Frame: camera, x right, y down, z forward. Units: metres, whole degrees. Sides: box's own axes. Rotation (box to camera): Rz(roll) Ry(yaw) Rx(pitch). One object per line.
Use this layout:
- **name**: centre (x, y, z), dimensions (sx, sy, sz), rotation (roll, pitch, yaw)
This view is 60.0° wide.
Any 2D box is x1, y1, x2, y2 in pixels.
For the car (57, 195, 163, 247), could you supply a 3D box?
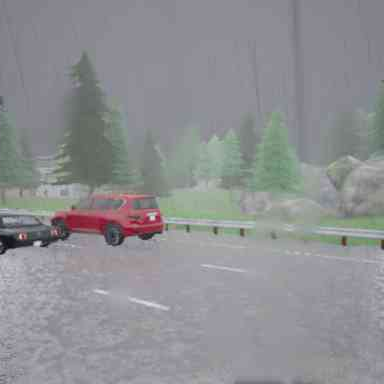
- **car**: centre (-3.857, 1.127, 14.812), dimensions (5.566, 2.045, 2.150), rotation (0, 0, 32)

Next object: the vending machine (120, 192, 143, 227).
- **vending machine**: centre (-3.752, 1.069, 20.590), dimensions (0.880, 2.100, 1.100), rotation (0, 0, 31)

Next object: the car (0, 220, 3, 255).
- **car**: centre (-7.093, 1.457, 8.564), dimensions (4.674, 1.442, 1.812), rotation (0, 0, 33)

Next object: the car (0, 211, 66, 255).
- **car**: centre (-7.292, 1.507, 12.819), dimensions (4.718, 1.301, 1.895), rotation (0, 0, 32)
